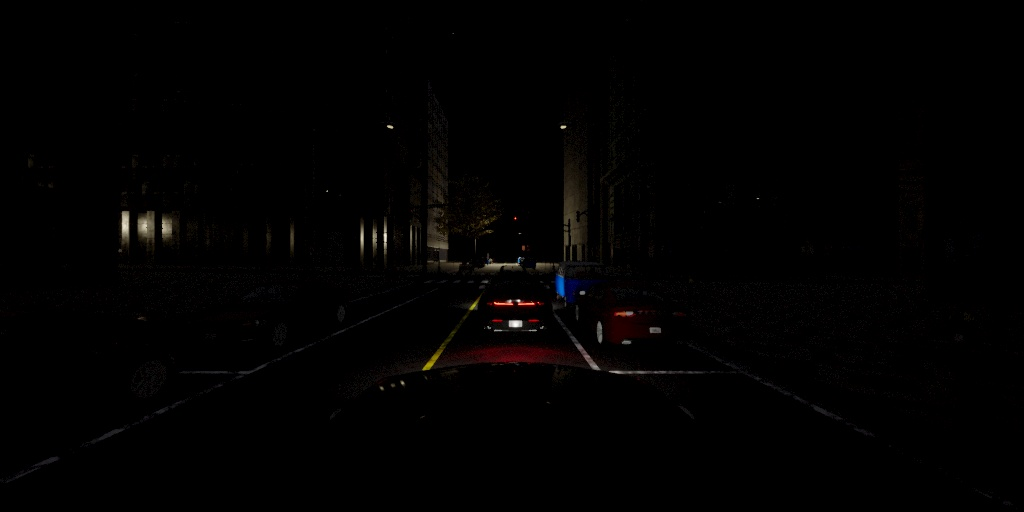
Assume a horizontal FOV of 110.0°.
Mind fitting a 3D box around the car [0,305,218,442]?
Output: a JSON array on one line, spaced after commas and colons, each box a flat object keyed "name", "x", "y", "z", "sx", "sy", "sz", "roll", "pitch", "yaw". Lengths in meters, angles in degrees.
[{"name": "car", "x": -5.782, "y": 1.295, "z": 3.603, "sx": 1.888, "sy": 1.381, "sz": 4.507, "roll": 0, "pitch": 0, "yaw": 0}]

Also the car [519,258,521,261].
[{"name": "car", "x": 2.577, "y": 1.347, "z": 58.059, "sx": 1.948, "sy": 1.339, "sz": 4.313, "roll": 0, "pitch": 0, "yaw": 0}]

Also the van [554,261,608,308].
[{"name": "van", "x": 2.736, "y": 1.093, "z": 14.663, "sx": 1.690, "sy": 1.789, "sz": 3.998, "roll": 0, "pitch": 0, "yaw": 0}]

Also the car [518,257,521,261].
[{"name": "car", "x": 2.559, "y": 1.332, "z": 63.473, "sx": 1.888, "sy": 1.381, "sz": 4.507, "roll": 0, "pitch": 0, "yaw": 0}]

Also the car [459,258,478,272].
[{"name": "car", "x": -5.917, "y": 1.296, "z": 47.050, "sx": 1.751, "sy": 1.417, "sz": 4.829, "roll": 0, "pitch": 0, "yaw": 0}]

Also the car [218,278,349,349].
[{"name": "car", "x": -5.802, "y": 1.296, "z": 9.128, "sx": 1.888, "sy": 1.381, "sz": 4.507, "roll": 0, "pitch": 0, "yaw": 0}]

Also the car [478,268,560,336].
[{"name": "car", "x": 0.074, "y": 1.256, "z": 10.373, "sx": 1.837, "sy": 1.490, "sz": 4.892, "roll": 0, "pitch": 0, "yaw": 0}]

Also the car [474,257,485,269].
[{"name": "car", "x": -5.947, "y": 1.325, "z": 57.800, "sx": 1.888, "sy": 1.381, "sz": 4.507, "roll": 0, "pitch": 0, "yaw": 0}]

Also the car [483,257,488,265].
[{"name": "car", "x": -5.965, "y": 1.100, "z": 63.089, "sx": 2.192, "sy": 1.841, "sz": 5.009, "roll": 0, "pitch": 0, "yaw": 0}]

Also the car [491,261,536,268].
[{"name": "car", "x": 0.047, "y": 1.245, "z": 19.792, "sx": 2.128, "sy": 1.511, "sz": 4.902, "roll": 0, "pitch": 0, "yaw": -1}]

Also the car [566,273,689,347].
[{"name": "car", "x": 2.753, "y": 1.296, "z": 9.138, "sx": 1.888, "sy": 1.381, "sz": 4.507, "roll": 0, "pitch": 0, "yaw": 0}]

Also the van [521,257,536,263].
[{"name": "van", "x": 2.595, "y": 1.116, "z": 52.647, "sx": 1.690, "sy": 1.789, "sz": 3.998, "roll": 0, "pitch": 0, "yaw": 0}]
